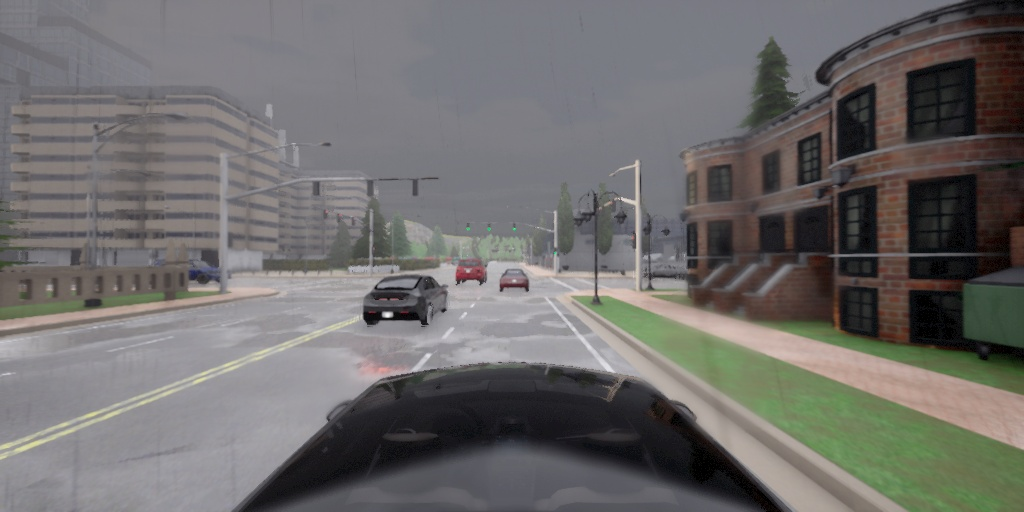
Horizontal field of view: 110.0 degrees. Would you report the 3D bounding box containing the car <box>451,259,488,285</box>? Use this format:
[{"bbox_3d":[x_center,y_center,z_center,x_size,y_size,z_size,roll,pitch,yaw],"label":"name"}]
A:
[{"bbox_3d":[-3.337,1.302,30.042,2.150,2.045,5.566,0,-1,0],"label":"car"}]

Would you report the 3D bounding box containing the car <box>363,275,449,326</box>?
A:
[{"bbox_3d":[-3.379,1.376,12.176,1.837,1.490,4.892,0,-1,0],"label":"car"}]

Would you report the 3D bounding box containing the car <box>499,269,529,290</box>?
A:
[{"bbox_3d":[0.149,1.585,24.897,1.994,1.385,4.181,0,-1,0],"label":"car"}]

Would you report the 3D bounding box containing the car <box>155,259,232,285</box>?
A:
[{"bbox_3d":[-26.565,1.287,29.816,5.566,2.045,2.150,1,-1,0],"label":"car"}]

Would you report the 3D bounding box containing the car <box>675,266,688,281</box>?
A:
[{"bbox_3d":[18.148,1.625,33.142,4.892,1.490,1.837,0,-1,-2],"label":"car"}]

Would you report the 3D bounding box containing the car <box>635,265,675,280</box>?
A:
[{"bbox_3d":[15.126,1.651,36.572,4.902,1.511,2.128,0,-1,-1],"label":"car"}]
